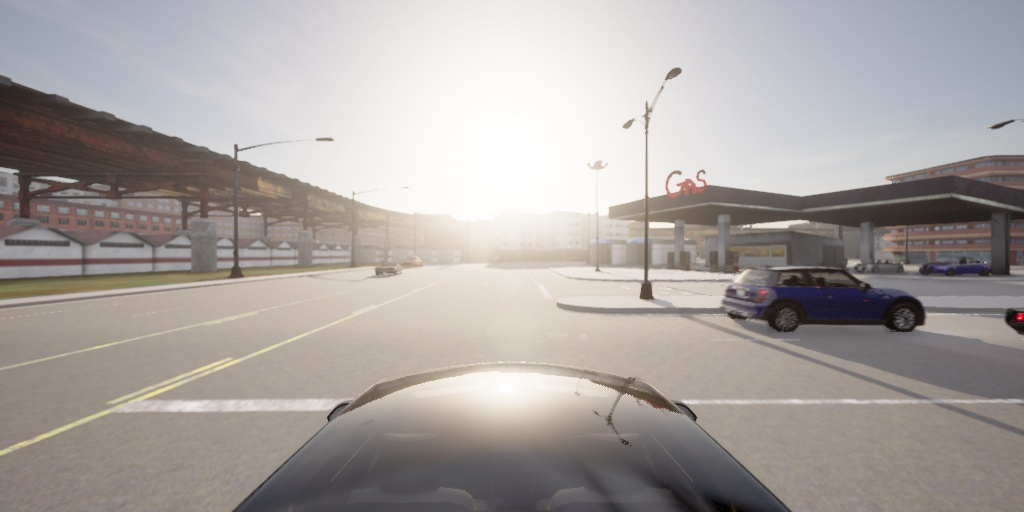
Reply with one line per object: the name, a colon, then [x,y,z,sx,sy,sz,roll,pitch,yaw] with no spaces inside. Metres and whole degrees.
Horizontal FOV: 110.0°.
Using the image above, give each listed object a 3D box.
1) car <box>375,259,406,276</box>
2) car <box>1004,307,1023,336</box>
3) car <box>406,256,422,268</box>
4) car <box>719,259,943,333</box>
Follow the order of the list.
car: [-11.650,1.201,34.031,1.895,1.301,4.718,0,0,-9]
car: [12.996,1.329,6.784,4.718,1.301,1.895,0,0,4]
car: [-15.326,0.856,54.905,2.097,1.767,4.553,0,0,-1]
car: [8.544,1.064,10.091,4.553,1.767,2.097,0,0,0]
